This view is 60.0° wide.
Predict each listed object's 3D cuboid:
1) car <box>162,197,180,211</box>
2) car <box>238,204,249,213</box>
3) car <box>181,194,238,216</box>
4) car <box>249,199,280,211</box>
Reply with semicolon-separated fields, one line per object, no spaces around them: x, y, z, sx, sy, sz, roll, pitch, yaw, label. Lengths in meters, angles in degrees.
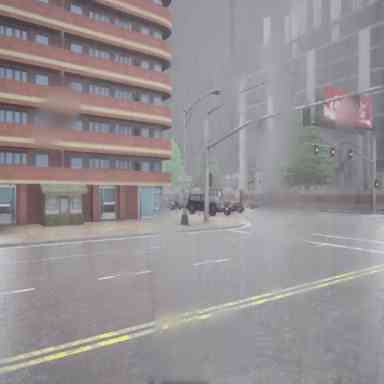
-3.893;1.352;40.735;2.097;1.767;4.553;0;0;-35;car
3.562;1.601;36.187;1.895;1.301;4.718;0;0;-35;car
1.639;1.222;32.829;2.150;2.045;5.566;0;0;-35;car
8.855;1.564;41.179;1.994;1.385;4.181;0;0;-35;car
